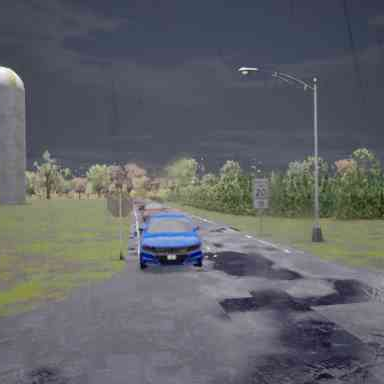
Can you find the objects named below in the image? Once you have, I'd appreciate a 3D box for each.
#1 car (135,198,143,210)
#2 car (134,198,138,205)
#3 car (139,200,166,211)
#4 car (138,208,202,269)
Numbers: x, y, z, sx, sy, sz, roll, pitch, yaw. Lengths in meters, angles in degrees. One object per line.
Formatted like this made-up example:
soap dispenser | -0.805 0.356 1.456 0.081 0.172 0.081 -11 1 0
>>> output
car | -6.028 1.799 43.077 1.895 1.301 4.718 -1 0 -11
car | -10.393 1.864 65.867 1.994 1.385 4.181 -1 0 -11
car | -3.194 1.654 27.630 1.812 1.442 4.674 -1 0 -10
car | -0.787 1.543 11.709 1.882 1.535 5.008 -1 0 -5
